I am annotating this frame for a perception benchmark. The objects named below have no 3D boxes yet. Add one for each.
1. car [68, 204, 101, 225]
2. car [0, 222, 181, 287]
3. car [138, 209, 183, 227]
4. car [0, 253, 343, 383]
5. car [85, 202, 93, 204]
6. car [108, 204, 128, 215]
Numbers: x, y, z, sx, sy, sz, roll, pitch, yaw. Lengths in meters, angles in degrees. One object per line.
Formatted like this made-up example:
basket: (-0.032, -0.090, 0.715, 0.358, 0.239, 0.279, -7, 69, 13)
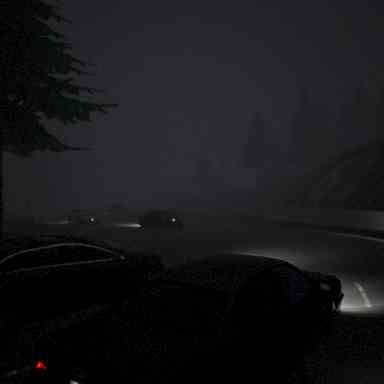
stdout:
car: (-9.419, 2.065, 29.013, 1.812, 1.442, 4.674, 0, -1, -34)
car: (-2.643, 1.624, 6.584, 2.128, 1.511, 4.902, -1, -1, 43)
car: (-2.420, 1.973, 24.962, 1.994, 1.385, 4.181, 0, -1, -35)
car: (0.600, 1.618, 4.622, 2.033, 1.411, 5.357, -1, -1, 36)
car: (-25.553, 3.057, 82.164, 1.994, 1.385, 4.181, 0, -1, -22)
car: (-9.852, 2.321, 44.183, 2.033, 1.411, 5.357, 0, -1, -23)
